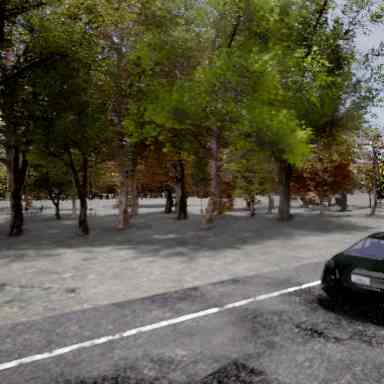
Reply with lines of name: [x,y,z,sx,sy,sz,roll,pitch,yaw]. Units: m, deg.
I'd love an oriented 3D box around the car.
car: [4.698,1.565,7.220,4.181,1.385,1.994,0,0,-35]
